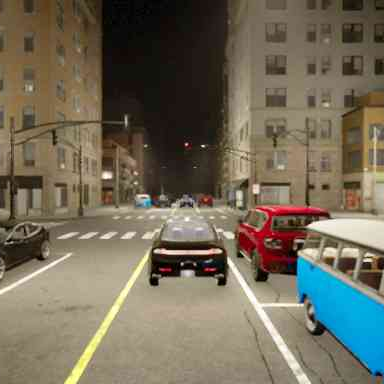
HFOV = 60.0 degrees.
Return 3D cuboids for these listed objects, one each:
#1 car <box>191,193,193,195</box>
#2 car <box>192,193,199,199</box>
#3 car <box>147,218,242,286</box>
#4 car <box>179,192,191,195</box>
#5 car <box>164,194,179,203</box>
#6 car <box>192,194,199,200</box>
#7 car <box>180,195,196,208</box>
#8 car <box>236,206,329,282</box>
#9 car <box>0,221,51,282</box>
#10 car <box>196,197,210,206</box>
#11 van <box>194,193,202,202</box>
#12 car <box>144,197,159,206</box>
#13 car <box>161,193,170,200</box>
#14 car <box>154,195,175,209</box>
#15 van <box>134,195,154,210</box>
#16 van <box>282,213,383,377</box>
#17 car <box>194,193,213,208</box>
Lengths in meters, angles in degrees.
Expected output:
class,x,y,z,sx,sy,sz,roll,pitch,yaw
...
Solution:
class,x,y,z,sx,sy,sz,roll,pitch,yaw
car,1.430,1.169,68.607,2.192,1.841,5.009,0,0,-1
car,0.901,1.234,95.633,1.967,1.590,4.097,0,0,-1
car,-0.098,1.473,9.316,2.128,1.511,4.902,0,0,0
car,-1.414,1.375,77.143,2.033,1.411,5.357,0,0,-1
car,-3.917,1.471,61.274,1.895,1.301,4.718,0,0,-1
car,1.003,1.331,90.398,1.752,1.417,4.829,0,0,-1
car,-0.739,1.503,46.324,1.895,1.301,4.718,0,0,-1
car,2.483,1.296,9.620,2.192,1.841,5.009,0,0,-1
car,-5.541,1.547,9.471,1.947,1.339,4.313,0,0,-1
car,1.747,1.440,52.392,2.008,1.369,4.403,0,0,-1
van,1.324,1.183,74.012,1.690,1.788,3.998,0,0,-1
car,-6.356,1.456,52.239,1.947,1.339,4.313,0,0,-1
car,-7.052,1.121,90.076,2.192,1.841,5.009,0,0,-1
car,-3.617,1.474,42.931,1.994,1.385,4.181,0,0,-1
van,-6.157,1.254,41.428,1.690,1.788,3.998,0,0,-1
van,2.586,1.333,4.110,1.690,1.788,3.998,0,0,-1
car,1.853,1.216,46.986,2.192,1.841,5.009,0,0,-1
